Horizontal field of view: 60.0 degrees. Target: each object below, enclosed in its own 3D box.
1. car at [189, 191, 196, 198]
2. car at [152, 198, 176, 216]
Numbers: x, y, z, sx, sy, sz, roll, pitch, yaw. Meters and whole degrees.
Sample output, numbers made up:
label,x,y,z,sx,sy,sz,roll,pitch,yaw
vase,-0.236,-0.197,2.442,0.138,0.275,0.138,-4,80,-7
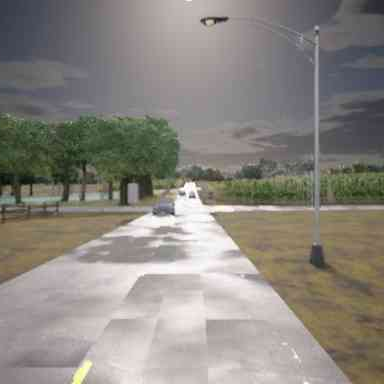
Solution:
label,x,y,z,sx,sy,sz,roll,pitch,yaw
car,0.053,1.027,90.733,1.994,1.385,4.181,0,1,0
car,-2.738,1.398,33.654,2.097,1.767,4.553,0,0,0
